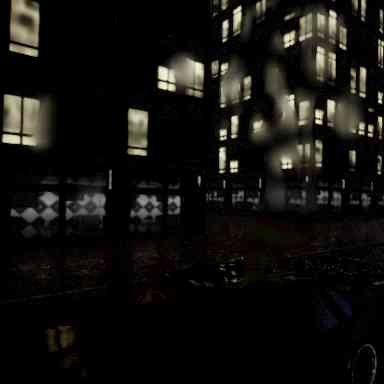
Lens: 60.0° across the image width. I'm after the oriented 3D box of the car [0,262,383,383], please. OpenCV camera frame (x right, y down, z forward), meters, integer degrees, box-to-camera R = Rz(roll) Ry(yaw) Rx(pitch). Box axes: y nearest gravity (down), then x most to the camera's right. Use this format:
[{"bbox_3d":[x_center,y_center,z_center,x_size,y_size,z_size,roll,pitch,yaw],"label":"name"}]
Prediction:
[{"bbox_3d":[0.294,1.568,3.588,5.357,1.411,2.033,1,0,-35],"label":"car"}]
